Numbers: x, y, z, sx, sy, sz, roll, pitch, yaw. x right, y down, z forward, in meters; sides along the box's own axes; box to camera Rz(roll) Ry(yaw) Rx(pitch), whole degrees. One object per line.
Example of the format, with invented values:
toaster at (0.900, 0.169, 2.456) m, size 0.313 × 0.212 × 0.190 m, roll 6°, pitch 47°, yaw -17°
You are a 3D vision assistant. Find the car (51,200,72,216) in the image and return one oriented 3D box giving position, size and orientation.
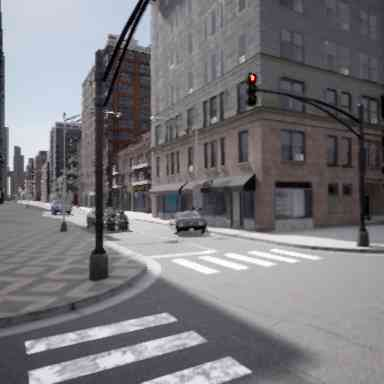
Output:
car at (-17.522, 2.034, 44.636) m, size 2.150 × 2.045 × 5.566 m, roll 0°, pitch -1°, yaw -28°

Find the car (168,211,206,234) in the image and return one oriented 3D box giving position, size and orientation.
car at (-0.379, 1.925, 21.995) m, size 1.895 × 1.301 × 4.718 m, roll -3°, pitch 1°, yaw -8°

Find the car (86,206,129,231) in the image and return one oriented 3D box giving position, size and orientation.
car at (-5.955, 1.744, 23.289) m, size 2.097 × 1.767 × 4.553 m, roll 0°, pitch -1°, yaw -29°
